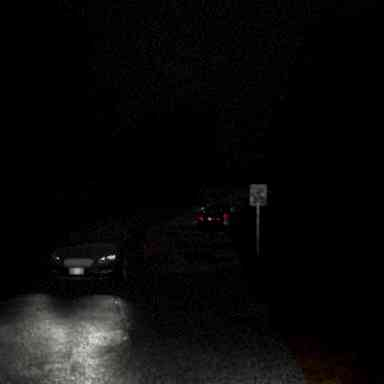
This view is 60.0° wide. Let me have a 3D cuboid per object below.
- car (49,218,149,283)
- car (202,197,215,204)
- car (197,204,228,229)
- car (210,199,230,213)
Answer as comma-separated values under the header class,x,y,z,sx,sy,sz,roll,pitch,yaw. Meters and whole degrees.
class,x,y,z,sx,sy,sz,roll,pitch,yaw
car,-2.546,1.594,10.120,2.128,1.511,4.902,0,-1,3
car,2.915,1.584,52.839,2.033,1.411,5.357,1,2,12
car,1.439,1.875,24.623,2.033,1.411,5.357,0,-1,6
car,3.834,1.906,42.040,1.895,1.301,4.718,1,1,10
